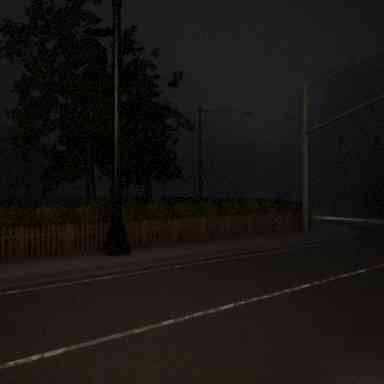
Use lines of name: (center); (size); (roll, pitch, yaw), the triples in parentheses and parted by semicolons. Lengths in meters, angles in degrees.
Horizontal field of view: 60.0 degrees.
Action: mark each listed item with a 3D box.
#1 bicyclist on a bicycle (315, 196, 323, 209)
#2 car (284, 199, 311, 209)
bicyclist on a bicycle: (16.101, 1.297, 42.071); (1.656, 1.620, 0.582); (0, 0, -35)
car: (9.353, 1.487, 32.515); (2.128, 1.511, 4.902); (0, 0, -35)
